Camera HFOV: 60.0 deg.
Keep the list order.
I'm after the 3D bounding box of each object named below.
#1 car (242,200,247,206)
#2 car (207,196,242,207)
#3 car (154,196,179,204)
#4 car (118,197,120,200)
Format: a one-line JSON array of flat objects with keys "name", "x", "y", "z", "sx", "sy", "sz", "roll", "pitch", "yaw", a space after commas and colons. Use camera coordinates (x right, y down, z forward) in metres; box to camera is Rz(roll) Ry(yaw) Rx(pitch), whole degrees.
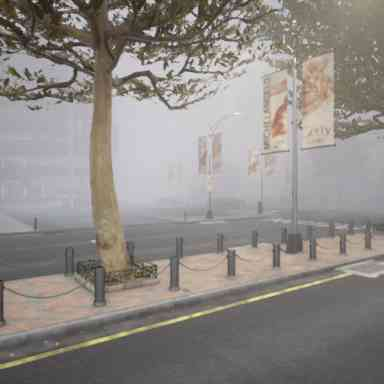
[{"name": "car", "x": 6.536, "y": 1.452, "z": 52.747, "sx": 1.882, "sy": 1.535, "sz": 5.008, "roll": 0, "pitch": 0, "yaw": -35}, {"name": "car", "x": 4.417, "y": 1.524, "z": 49.684, "sx": 2.033, "sy": 1.411, "sz": 5.357, "roll": 0, "pitch": 0, "yaw": -35}, {"name": "car", "x": -5.051, "y": 1.578, "z": 62.545, "sx": 1.895, "sy": 1.301, "sz": 4.718, "roll": 0, "pitch": 0, "yaw": -41}, {"name": "car", "x": -17.950, "y": 1.222, "z": 72.348, "sx": 4.553, "sy": 1.767, "sz": 2.097, "roll": 0, "pitch": 0, "yaw": 22}]
